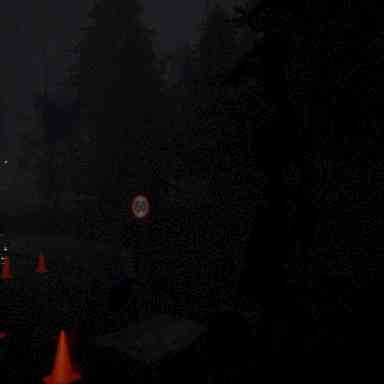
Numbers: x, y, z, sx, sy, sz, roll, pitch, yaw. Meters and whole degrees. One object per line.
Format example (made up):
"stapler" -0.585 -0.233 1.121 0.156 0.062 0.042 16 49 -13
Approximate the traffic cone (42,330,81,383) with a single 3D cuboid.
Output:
"traffic cone" -1.622 2.033 4.155 0.340 0.580 0.340 0 -1 37

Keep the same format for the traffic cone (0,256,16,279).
"traffic cone" -5.205 2.106 9.366 0.340 0.580 0.340 0 -1 37

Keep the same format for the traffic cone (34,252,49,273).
"traffic cone" -4.603 2.128 10.164 0.340 0.580 0.340 0 -1 37

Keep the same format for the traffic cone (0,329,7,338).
"traffic cone" -3.218 2.043 5.360 0.340 0.580 0.340 0 -1 37
